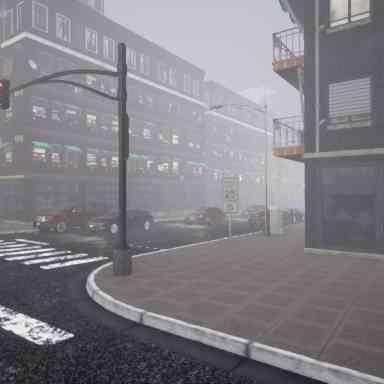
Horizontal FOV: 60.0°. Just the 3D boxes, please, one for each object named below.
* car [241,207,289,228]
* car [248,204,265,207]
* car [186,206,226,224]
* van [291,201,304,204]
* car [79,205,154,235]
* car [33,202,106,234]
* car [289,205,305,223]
[{"bbox_3d":[5.822,2.048,26.132,1.802,1.307,4.206,-2,-2,35],"label":"car"},{"bbox_3d":[7.338,2.189,38.237,1.837,1.490,4.892,0,-1,36],"label":"car"},{"bbox_3d":[1.360,2.019,29.763,1.812,1.442,4.674,0,-1,35],"label":"car"},{"bbox_3d":[18.602,2.463,58.776,1.690,1.788,3.998,-2,-2,35],"label":"van"},{"bbox_3d":[-4.498,1.814,21.461,1.837,1.490,4.892,0,-1,35],"label":"car"},{"bbox_3d":[-7.585,1.603,21.603,2.192,1.841,5.009,-1,-2,35],"label":"car"},{"bbox_3d":[9.096,2.120,30.780,2.008,1.369,4.403,-2,-2,35],"label":"car"}]
